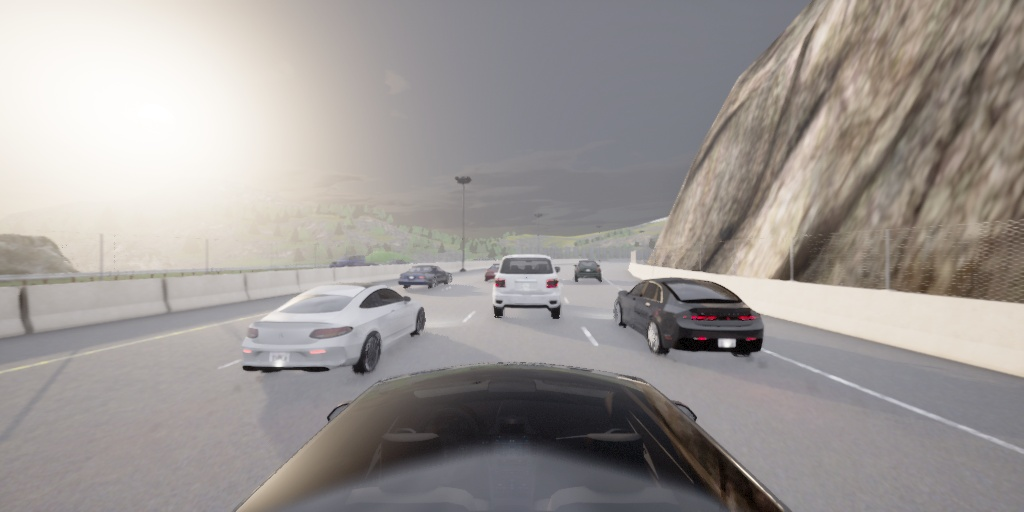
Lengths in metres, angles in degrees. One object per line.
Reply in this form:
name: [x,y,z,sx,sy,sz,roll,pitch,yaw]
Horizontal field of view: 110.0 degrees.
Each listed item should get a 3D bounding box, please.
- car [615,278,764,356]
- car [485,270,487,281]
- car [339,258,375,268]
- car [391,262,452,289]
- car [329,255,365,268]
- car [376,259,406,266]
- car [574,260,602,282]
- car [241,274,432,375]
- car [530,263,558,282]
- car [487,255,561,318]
car: [3.848,1.264,8.657,1.837,1.490,4.892,0,0,3]
car: [-0.904,1.313,29.491,1.994,1.385,4.181,0,0,9]
car: [-19.205,1.307,45.695,1.895,1.301,4.718,0,0,14]
car: [-5.438,1.285,23.051,2.033,1.411,5.357,0,0,7]
car: [-22.086,0.924,48.591,2.150,2.045,5.566,0,0,15]
car: [-13.097,1.321,41.104,1.895,1.301,4.718,0,0,13]
car: [6.259,1.117,29.809,2.097,1.767,4.553,0,0,10]
car: [-3.217,1.268,7.388,1.812,1.442,4.674,0,0,2]
car: [2.728,1.321,29.945,1.994,1.385,4.181,0,0,10]
car: [0.604,0.973,13.204,2.150,2.045,5.566,0,0,4]
